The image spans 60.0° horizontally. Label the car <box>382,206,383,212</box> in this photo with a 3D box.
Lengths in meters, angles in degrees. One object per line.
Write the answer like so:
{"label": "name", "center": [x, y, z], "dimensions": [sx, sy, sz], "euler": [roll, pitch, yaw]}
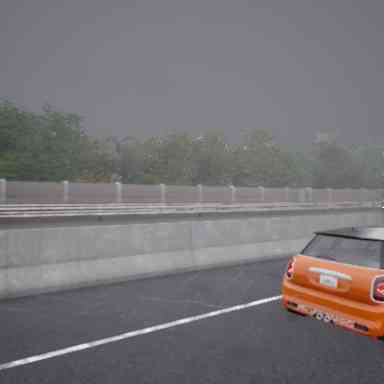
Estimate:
{"label": "car", "center": [26.815, 2.114, 43.388], "dimensions": [4.718, 1.301, 1.895], "euler": [1, 1, -33]}

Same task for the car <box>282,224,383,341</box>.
{"label": "car", "center": [3.889, 1.456, 6.471], "dimensions": [4.553, 1.767, 2.097], "euler": [1, -1, -35]}
